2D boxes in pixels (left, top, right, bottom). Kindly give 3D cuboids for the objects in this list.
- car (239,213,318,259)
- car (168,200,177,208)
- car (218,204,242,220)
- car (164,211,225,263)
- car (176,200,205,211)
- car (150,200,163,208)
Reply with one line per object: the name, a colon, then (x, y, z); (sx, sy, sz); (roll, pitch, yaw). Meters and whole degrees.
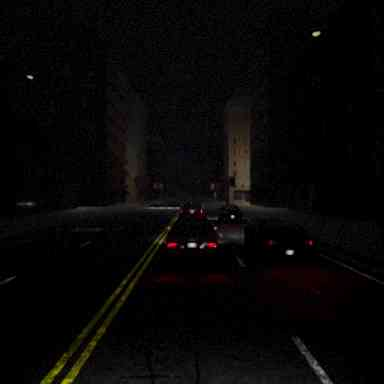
car: (3.267, 1.732, 13.250); (1.895, 1.301, 4.718); (0, -1, 0)
car: (-3.281, 2.136, 62.017); (1.812, 1.442, 4.674); (0, -1, 1)
car: (3.277, 1.809, 28.909); (1.812, 1.442, 4.674); (0, 0, 1)
car: (0.009, 1.671, 12.516); (2.033, 1.411, 5.357); (0, -1, 0)
car: (0.022, 1.630, 28.424); (2.097, 1.767, 4.553); (0, -1, 0)
car: (-6.531, 2.136, 62.017); (1.812, 1.442, 4.674); (0, -1, 1)
